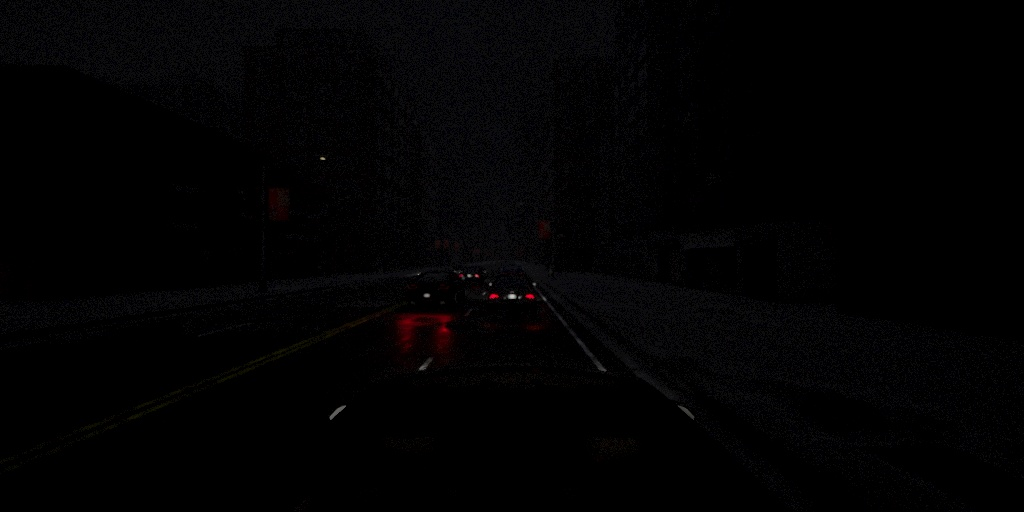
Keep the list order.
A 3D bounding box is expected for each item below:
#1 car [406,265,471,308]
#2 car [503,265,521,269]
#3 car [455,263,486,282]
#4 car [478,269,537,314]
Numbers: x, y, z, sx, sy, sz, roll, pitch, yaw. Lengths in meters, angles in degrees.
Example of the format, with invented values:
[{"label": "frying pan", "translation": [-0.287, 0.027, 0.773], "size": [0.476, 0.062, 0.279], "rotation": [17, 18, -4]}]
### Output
[{"label": "car", "translation": [-3.219, 1.367, 16.111], "size": [1.882, 1.535, 5.008], "rotation": [0, 0, 0]}, {"label": "car", "translation": [0.039, 1.512, 31.099], "size": [1.882, 1.535, 5.008], "rotation": [0, 0, 0]}, {"label": "car", "translation": [-3.227, 1.566, 29.375], "size": [2.033, 1.411, 5.357], "rotation": [0, -1, 0]}, {"label": "car", "translation": [0.014, 1.420, 14.384], "size": [2.033, 1.411, 5.357], "rotation": [0, -1, 0]}]
